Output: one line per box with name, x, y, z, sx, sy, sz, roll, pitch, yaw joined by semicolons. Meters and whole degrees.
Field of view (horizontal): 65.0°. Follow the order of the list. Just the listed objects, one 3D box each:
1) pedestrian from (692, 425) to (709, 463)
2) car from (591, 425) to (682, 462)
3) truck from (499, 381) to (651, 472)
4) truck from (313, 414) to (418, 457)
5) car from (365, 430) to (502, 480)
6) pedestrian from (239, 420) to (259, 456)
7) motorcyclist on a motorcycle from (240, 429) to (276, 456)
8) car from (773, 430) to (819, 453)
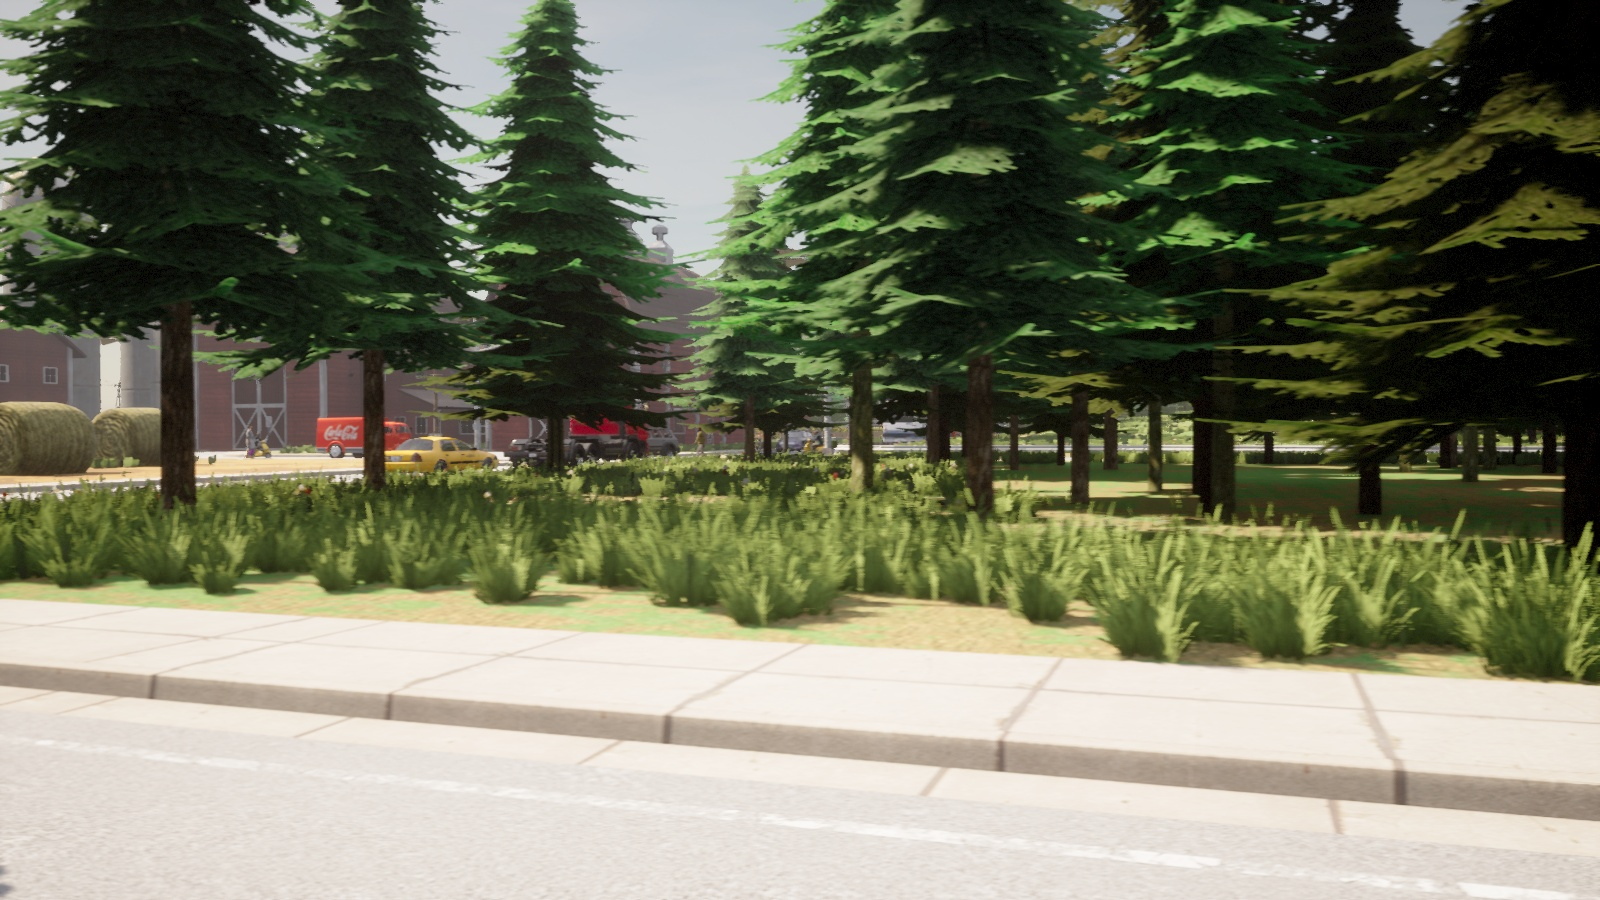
pedestrian;-4.845;-0.306;61.154;0.709;1.840;0.431;0;1;18
car;-8.432;-0.367;65.017;1.932;1.855;4.605;0;1;38
truck;-9.171;-0.957;52.251;2.891;3.462;7.936;0;1;17
truck;-25.178;-0.856;72.875;5.204;2.467;2.627;0;1;16
car;-12.244;0.108;42.399;1.801;1.575;5.366;0;1;17
pedestrian;-30.341;-0.661;69.141;0.873;1.952;0.659;0;1;-9
motorcyclist on a motorcycle;-32.344;-0.464;74.971;1.817;1.590;0.866;0;1;16
car;-0.255;-0.647;92.690;2.033;1.649;4.856;0;1;17
